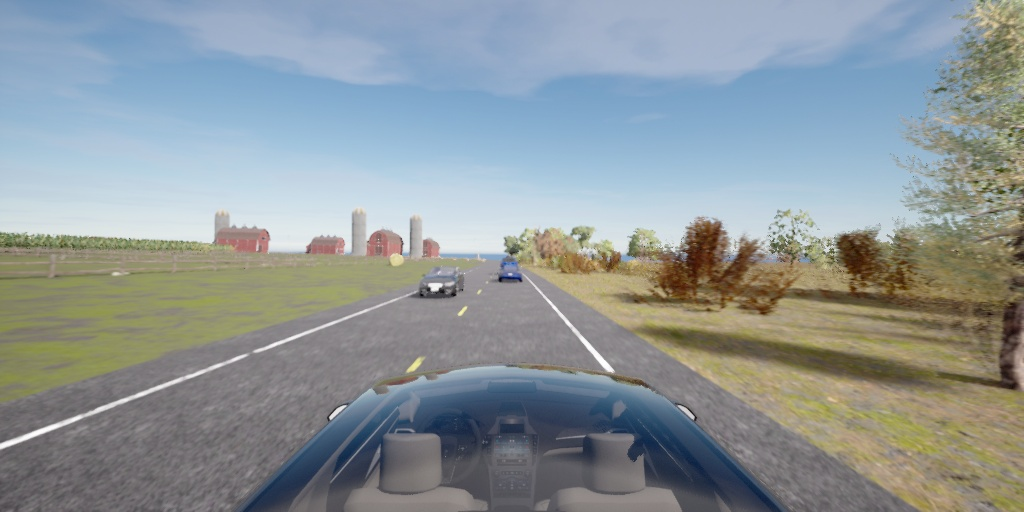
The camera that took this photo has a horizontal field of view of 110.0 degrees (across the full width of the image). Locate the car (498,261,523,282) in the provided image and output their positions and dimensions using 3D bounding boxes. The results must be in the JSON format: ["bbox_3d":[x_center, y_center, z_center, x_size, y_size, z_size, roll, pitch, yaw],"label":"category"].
[{"bbox_3d":[-0.126,1.406,30.033,1.994,1.385,4.181,1,0,0],"label":"car"}]

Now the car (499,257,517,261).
[{"bbox_3d":[-0.370,1.110,43.175,2.150,2.045,5.566,1,0,0],"label":"car"}]

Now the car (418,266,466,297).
[{"bbox_3d":[-3.594,1.283,19.093,2.128,1.511,4.902,1,0,-1],"label":"car"}]
